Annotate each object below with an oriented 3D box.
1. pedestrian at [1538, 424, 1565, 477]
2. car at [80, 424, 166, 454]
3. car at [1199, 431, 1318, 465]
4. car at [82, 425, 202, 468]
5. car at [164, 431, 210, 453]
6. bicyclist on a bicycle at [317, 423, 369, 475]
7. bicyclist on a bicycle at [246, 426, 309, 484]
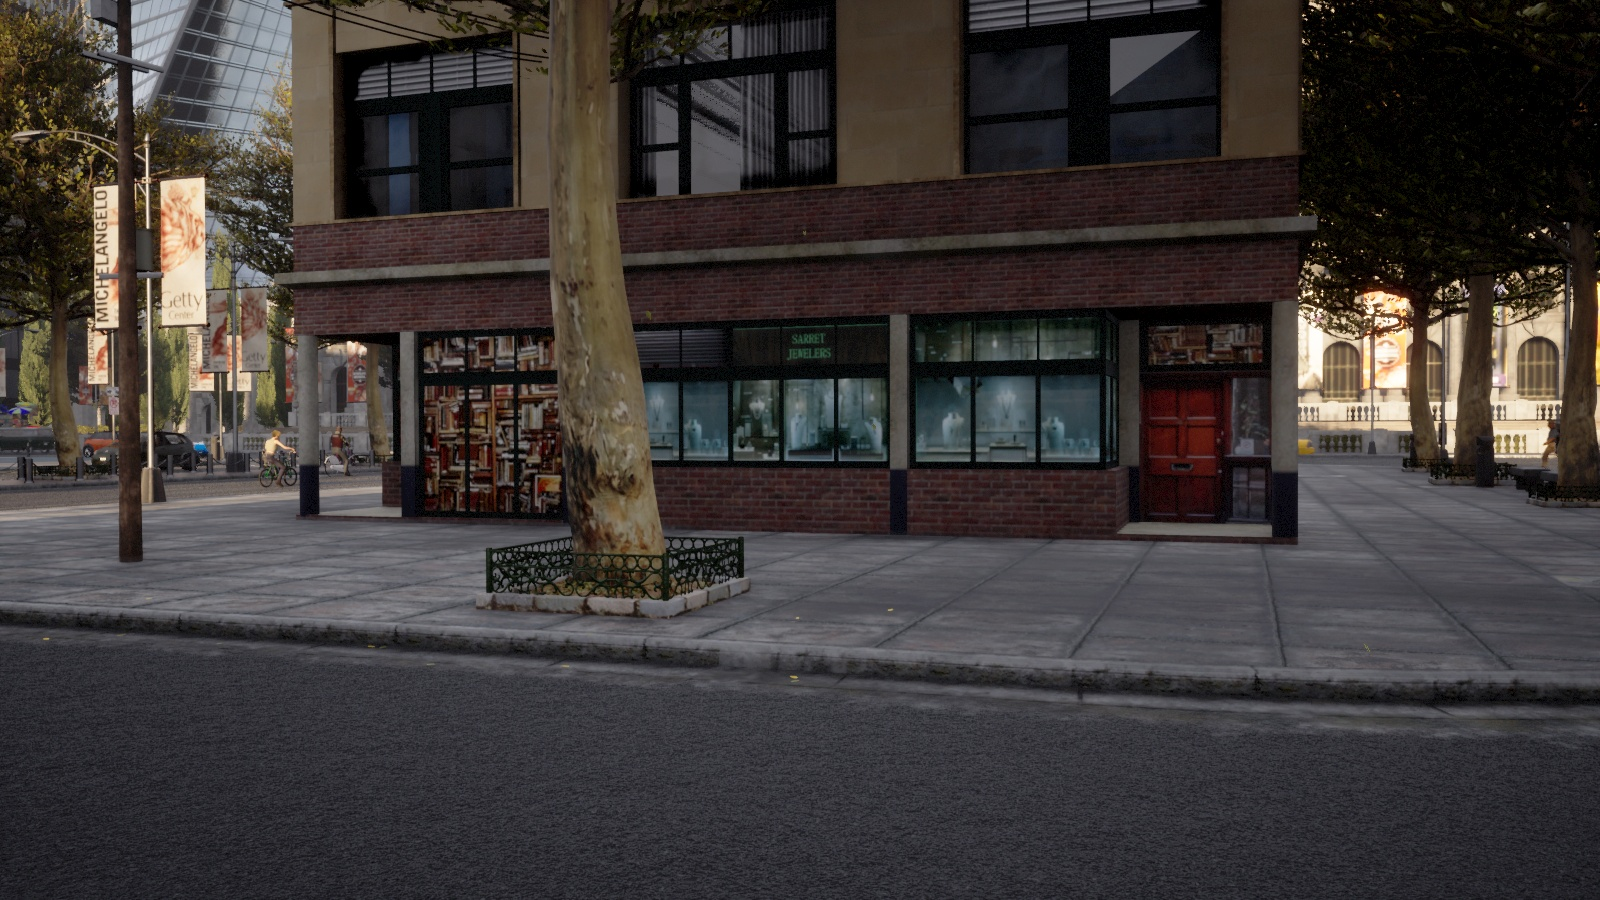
[{"bbox_3d":[26.430,0.023,44.169,0.694,1.848,0.540,0,1,16],"label":"pedestrian"},{"bbox_3d":[-41.183,-0.692,76.372,4.553,1.767,2.097,1,1,19],"label":"car"},{"bbox_3d":[22.226,-0.128,61.038,5.366,1.575,1.801,1,1,20],"label":"car"},{"bbox_3d":[-25.949,-0.168,49.657,1.851,1.617,3.988,1,1,19],"label":"car"},{"bbox_3d":[-38.622,-0.531,79.176,2.207,1.376,1.481,0,1,20],"label":"car"},{"bbox_3d":[-15.905,-0.063,43.725,0.659,1.776,1.843,1,1,20],"label":"bicyclist on a bicycle"},{"bbox_3d":[-14.920,0.132,35.906,0.866,1.612,1.509,1,1,20],"label":"bicyclist on a bicycle"}]
